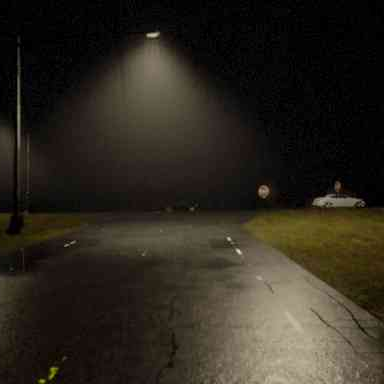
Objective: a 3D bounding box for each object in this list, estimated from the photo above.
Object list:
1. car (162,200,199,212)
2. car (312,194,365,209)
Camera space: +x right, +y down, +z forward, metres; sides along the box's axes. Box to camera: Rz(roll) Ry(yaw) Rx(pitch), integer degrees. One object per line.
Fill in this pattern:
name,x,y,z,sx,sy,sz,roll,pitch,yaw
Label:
car,-1.326,1.654,38.193,4.181,1.385,1.994,-1,-2,-1
car,13.824,0.905,31.453,4.674,1.442,1.812,-1,-3,-1
